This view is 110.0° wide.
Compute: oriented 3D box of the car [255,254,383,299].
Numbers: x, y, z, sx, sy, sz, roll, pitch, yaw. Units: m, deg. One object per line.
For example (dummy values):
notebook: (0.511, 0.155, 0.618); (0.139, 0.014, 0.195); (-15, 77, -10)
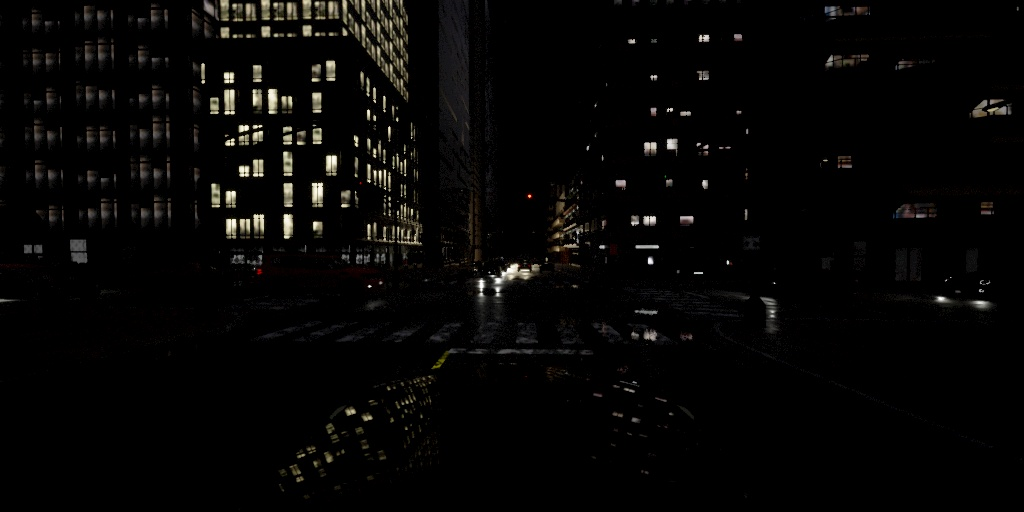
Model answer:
car: (-9.313, 0.938, 17.606); (5.566, 2.045, 2.150); (1, 1, -6)

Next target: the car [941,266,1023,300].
car: (25.376, 1.292, 18.477); (4.553, 1.767, 2.097); (1, 1, 3)

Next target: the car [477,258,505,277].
car: (-1.958, 1.246, 34.805); (1.837, 1.490, 4.892); (0, 0, 2)

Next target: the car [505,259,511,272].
car: (-1.603, 1.303, 44.702); (1.994, 1.385, 4.181); (0, 0, 2)

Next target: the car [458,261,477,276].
car: (-4.478, 1.266, 36.910); (1.751, 1.417, 4.829); (0, 0, 2)

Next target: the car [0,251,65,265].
car: (-26.394, 0.775, 17.825); (5.566, 2.045, 2.150); (1, 1, 3)

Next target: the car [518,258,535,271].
car: (1.708, 1.286, 47.991); (2.033, 1.411, 5.357); (0, 0, 2)

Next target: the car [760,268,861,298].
car: (15.530, 1.382, 18.975); (4.674, 1.442, 1.812); (1, 1, 4)

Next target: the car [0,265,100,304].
car: (-19.858, 1.205, 14.957); (4.403, 1.370, 2.007); (0, 0, 3)

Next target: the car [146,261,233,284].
car: (-20.943, 1.030, 23.334); (4.829, 1.417, 1.751); (0, 0, 3)

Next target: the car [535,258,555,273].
car: (4.103, 1.290, 42.435); (2.007, 1.370, 4.403); (0, 0, 2)
